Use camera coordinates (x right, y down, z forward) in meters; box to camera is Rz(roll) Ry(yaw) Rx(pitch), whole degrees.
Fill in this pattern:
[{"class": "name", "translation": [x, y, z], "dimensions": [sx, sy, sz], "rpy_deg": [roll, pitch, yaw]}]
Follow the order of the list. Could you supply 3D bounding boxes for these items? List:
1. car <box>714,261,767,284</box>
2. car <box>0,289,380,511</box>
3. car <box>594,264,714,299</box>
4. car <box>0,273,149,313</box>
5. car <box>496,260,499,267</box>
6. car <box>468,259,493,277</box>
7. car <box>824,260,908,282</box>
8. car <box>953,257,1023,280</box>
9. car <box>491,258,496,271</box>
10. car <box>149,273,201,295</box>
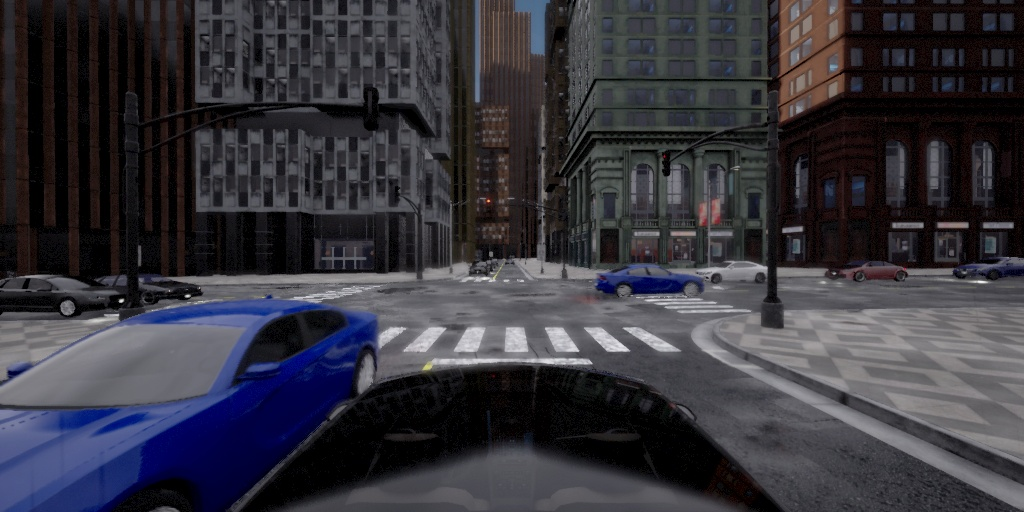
[{"class": "car", "translation": [14.596, 1.037, 23.793], "dimensions": [4.674, 1.442, 1.812], "rpy_deg": [-1, 0, -1]}, {"class": "car", "translation": [-2.912, 1.227, 3.481], "dimensions": [1.882, 1.535, 5.008], "rpy_deg": [1, 0, -1]}, {"class": "car", "translation": [6.456, 1.139, 17.070], "dimensions": [5.008, 1.535, 1.882], "rpy_deg": [-1, 1, 0]}, {"class": "car", "translation": [-17.420, 1.491, 13.750], "dimensions": [4.892, 1.490, 1.837], "rpy_deg": [0, 0, 0]}, {"class": "car", "translation": [-3.403, 1.301, 55.747], "dimensions": [1.895, 1.301, 4.718], "rpy_deg": [0, 0, 0]}, {"class": "car", "translation": [-3.233, 1.237, 35.993], "dimensions": [1.837, 1.490, 4.892], "rpy_deg": [0, 0, -1]}, {"class": "car", "translation": [23.418, 0.962, 23.818], "dimensions": [4.181, 1.385, 1.994], "rpy_deg": [-1, 0, 0]}, {"class": "car", "translation": [32.378, 0.811, 23.840], "dimensions": [4.674, 1.442, 1.812], "rpy_deg": [-1, 0, -1]}, {"class": "car", "translation": [-3.318, 1.223, 45.458], "dimensions": [1.837, 1.490, 4.892], "rpy_deg": [0, 0, 0]}, {"class": "car", "translation": [-17.865, 1.524, 17.056], "dimensions": [5.357, 1.411, 2.033], "rpy_deg": [-1, 0, 5]}]
